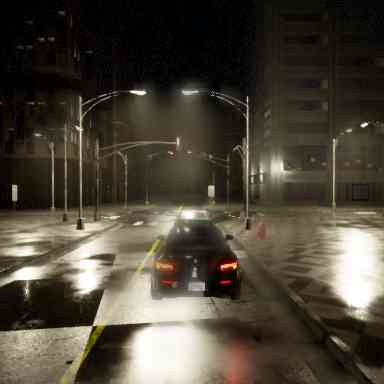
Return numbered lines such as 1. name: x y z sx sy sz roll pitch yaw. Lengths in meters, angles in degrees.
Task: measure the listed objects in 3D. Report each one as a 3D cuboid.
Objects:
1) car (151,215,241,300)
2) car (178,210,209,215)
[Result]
1. car: 0.083 1.523 8.236 1.812 1.442 4.674 0 0 0
2. car: 0.071 1.593 17.260 1.895 1.301 4.718 0 0 0
